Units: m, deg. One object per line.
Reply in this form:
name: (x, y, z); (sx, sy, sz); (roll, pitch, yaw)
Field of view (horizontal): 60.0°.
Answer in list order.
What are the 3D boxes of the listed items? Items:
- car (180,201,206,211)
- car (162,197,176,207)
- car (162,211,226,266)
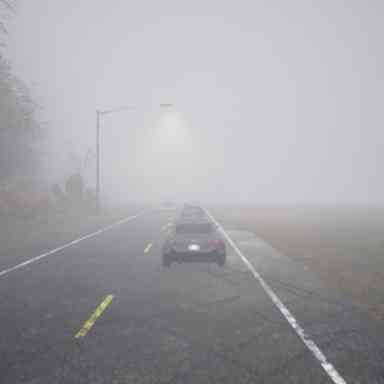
car: (0.065, 1.484, 26.613); (2.128, 1.511, 4.902); (0, 0, 0)
car: (-3.578, 1.510, 51.162); (1.812, 1.442, 4.674); (0, 0, 0)
car: (0.068, 1.560, 11.534); (1.994, 1.385, 4.181); (0, 0, 0)
